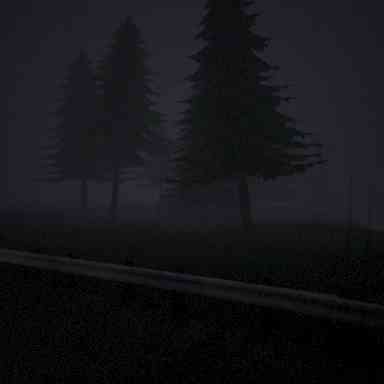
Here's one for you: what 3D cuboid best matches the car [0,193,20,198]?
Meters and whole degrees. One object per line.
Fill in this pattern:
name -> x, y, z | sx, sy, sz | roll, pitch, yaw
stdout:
car -> -38.980, 1.224, 71.219 | 2.150, 2.045, 5.566 | 0, 0, 5

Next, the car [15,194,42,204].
car -> -29.618, 1.600, 61.016 | 1.895, 1.301, 4.718 | 0, 0, 11

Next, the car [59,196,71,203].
car -> -22.451, 1.491, 60.992 | 2.128, 1.511, 4.902 | 0, 0, 10

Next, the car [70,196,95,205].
car -> -19.240, 1.600, 59.590 | 1.895, 1.301, 4.718 | 0, 0, 10
